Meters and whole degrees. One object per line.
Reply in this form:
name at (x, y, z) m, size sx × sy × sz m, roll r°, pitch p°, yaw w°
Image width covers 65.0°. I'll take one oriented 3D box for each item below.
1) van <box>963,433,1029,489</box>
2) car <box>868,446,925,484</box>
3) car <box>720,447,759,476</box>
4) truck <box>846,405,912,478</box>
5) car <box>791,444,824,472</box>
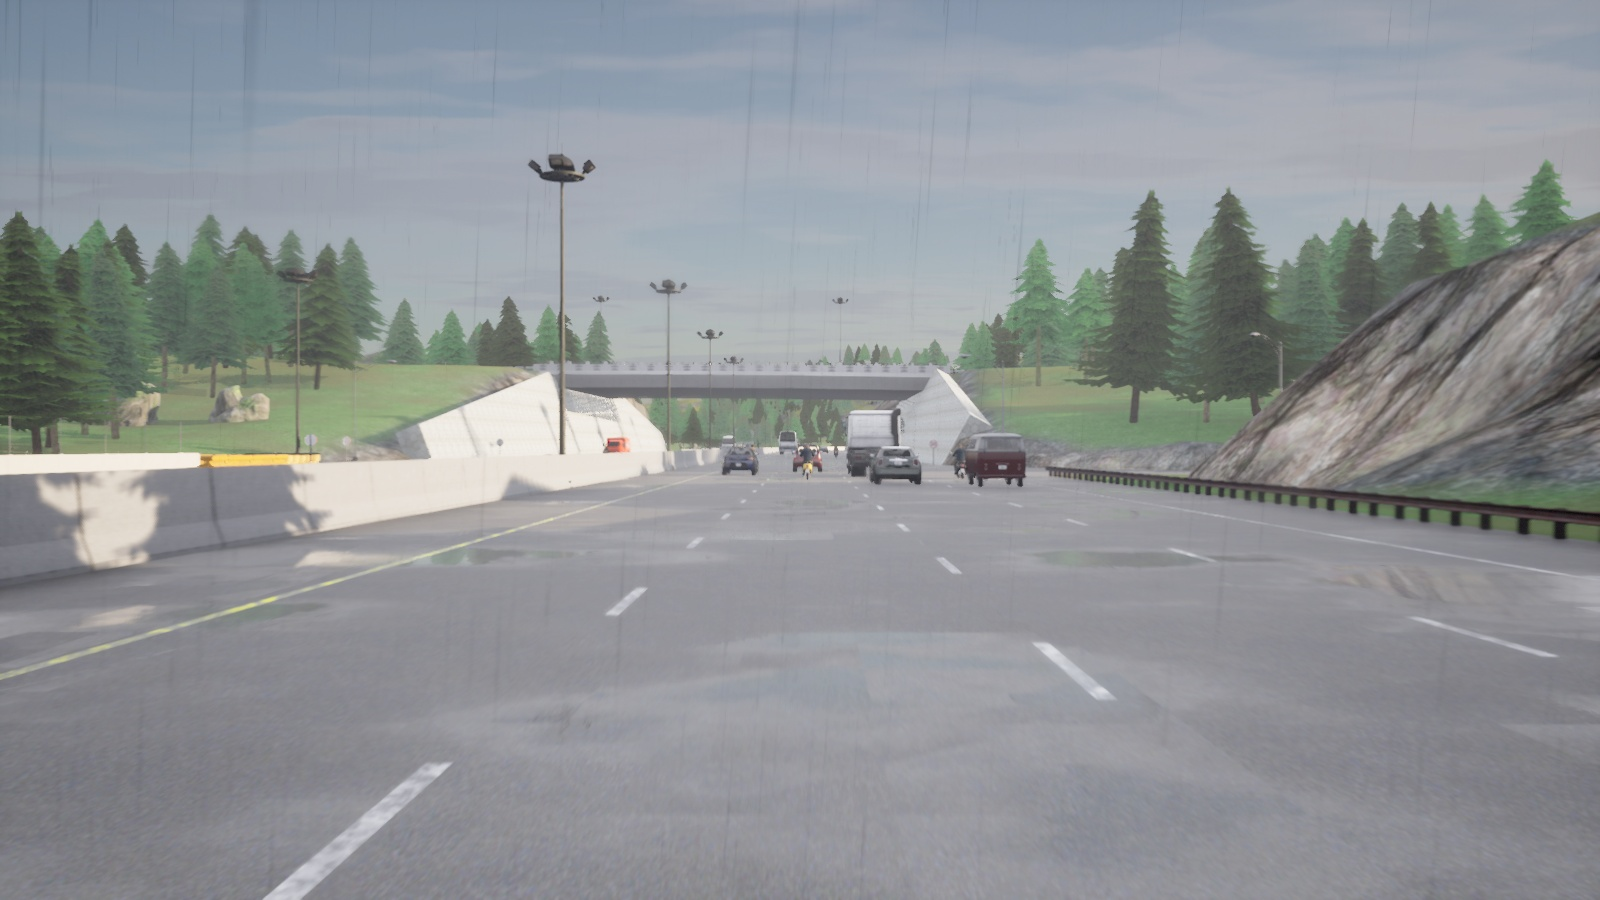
van at (7.285, 0.374, 47.021) m, size 1.775 × 1.987 × 4.442 m, roll 0°, pitch 0°, yaw 0°
car at (3.802, 0.574, 50.074) m, size 1.970 × 1.475 × 3.806 m, roll 0°, pitch 0°, yaw 0°
car at (-3.108, 0.573, 65.678) m, size 1.816 × 1.474 × 4.193 m, roll 0°, pitch 0°, yaw 0°
truck at (3.880, -0.411, 63.510) m, size 2.891 × 3.462 × 7.936 m, roll 0°, pitch 0°, yaw 0°
car at (0.438, 0.438, 73.731) m, size 1.851 × 1.617 × 3.988 m, roll 0°, pitch 0°, yaw 0°
